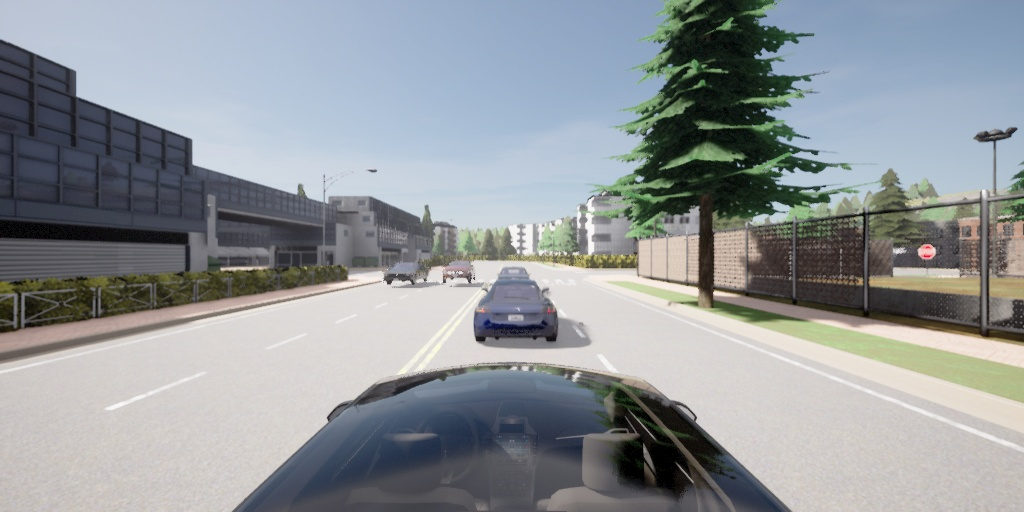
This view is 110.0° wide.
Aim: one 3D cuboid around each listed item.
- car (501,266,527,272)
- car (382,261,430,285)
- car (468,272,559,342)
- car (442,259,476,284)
[{"bbox_3d":[0.096,1.273,19.800,2.033,1.411,5.357,0,0,0],"label":"car"},{"bbox_3d":[-6.983,1.065,24.314,2.033,1.411,5.357,0,0,0],"label":"car"},{"bbox_3d":[0.092,1.303,9.748,1.994,1.385,4.181,0,0,0],"label":"car"},{"bbox_3d":[-3.483,0.961,24.311,1.812,1.442,4.674,0,0,0],"label":"car"}]
